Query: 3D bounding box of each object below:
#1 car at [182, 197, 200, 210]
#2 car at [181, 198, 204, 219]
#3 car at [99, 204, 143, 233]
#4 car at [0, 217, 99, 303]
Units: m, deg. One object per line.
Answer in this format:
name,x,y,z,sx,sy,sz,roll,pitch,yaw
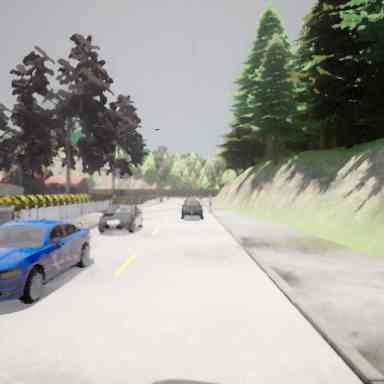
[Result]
car,-0.204,1.463,42.065,1.812,1.442,4.674,0,0,-5
car,0.033,1.449,28.800,2.128,1.511,4.902,0,0,0
car,-4.009,1.463,19.348,2.128,1.511,4.902,0,0,0
car,-4.074,1.465,8.387,1.882,1.535,5.008,0,0,0
